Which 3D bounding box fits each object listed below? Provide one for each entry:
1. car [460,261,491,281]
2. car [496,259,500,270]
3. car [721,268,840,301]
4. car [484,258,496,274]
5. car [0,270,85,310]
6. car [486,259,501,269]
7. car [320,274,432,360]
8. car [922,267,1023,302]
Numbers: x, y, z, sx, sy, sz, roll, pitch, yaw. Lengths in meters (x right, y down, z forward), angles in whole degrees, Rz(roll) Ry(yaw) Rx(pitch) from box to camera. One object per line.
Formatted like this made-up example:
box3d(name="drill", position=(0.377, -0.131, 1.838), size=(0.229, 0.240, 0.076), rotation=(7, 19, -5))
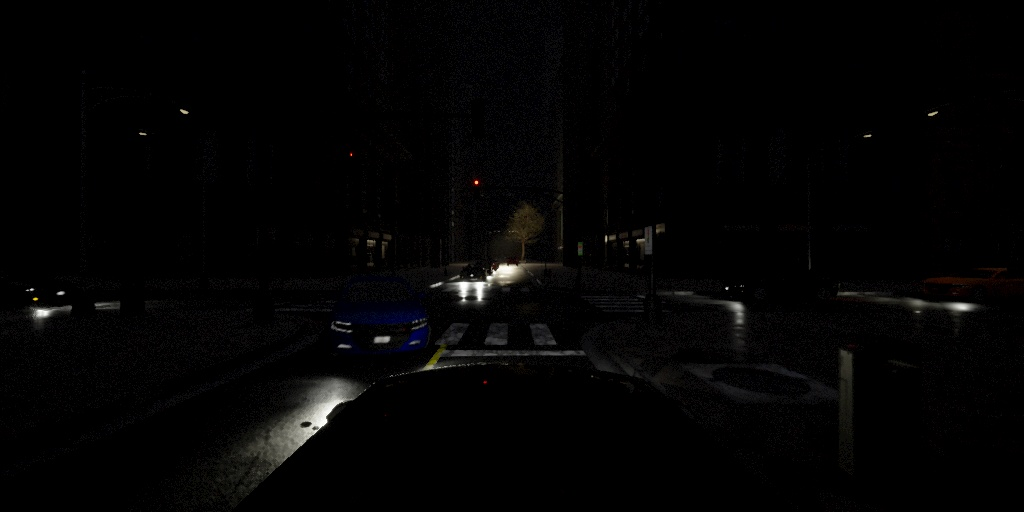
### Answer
box3d(name="car", position=(-3.092, 1.314, 29.564), size=(1.994, 1.385, 4.181), rotation=(0, 0, 0))
box3d(name="car", position=(-3.075, 1.115, 48.280), size=(2.097, 1.767, 4.553), rotation=(0, 0, 0))
box3d(name="car", position=(12.590, 1.297, 16.969), size=(4.892, 1.490, 1.837), rotation=(0, 0, 0))
box3d(name="car", position=(-3.089, 1.231, 38.634), size=(1.882, 1.535, 5.008), rotation=(0, 0, 0))
box3d(name="car", position=(-19.347, 1.251, 13.792), size=(4.181, 1.385, 1.994), rotation=(0, 0, 0))
box3d(name="car", position=(-3.032, 1.268, 58.541), size=(2.128, 1.511, 4.902), rotation=(0, 0, 0))
box3d(name="car", position=(-3.257, 1.228, 8.757), size=(1.882, 1.535, 5.008), rotation=(2, -1, -22))
box3d(name="car", position=(22.545, 1.299, 16.960), size=(5.008, 1.535, 1.882), rotation=(0, 0, 0))
